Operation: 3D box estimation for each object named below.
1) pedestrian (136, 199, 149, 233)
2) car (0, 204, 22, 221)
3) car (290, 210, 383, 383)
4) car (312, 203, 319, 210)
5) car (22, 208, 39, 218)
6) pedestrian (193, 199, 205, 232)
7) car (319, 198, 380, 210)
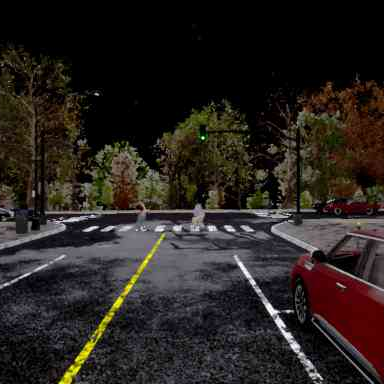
[{"bbox_3d":[-2.729,1.297,18.257,0.375,1.860,0.375,1,-1,0],"label":"pedestrian"},{"bbox_3d":[-16.429,1.583,25.951,4.902,1.511,2.128,-1,-1,2],"label":"car"},{"bbox_3d":[2.720,1.316,3.837,2.192,1.841,5.009,1,0,0],"label":"car"},{"bbox_3d":[15.249,1.406,35.151,4.892,1.490,1.837,-1,-1,1],"label":"car"},{"bbox_3d":[-16.103,1.733,29.205,4.718,1.301,1.895,-1,-1,1],"label":"car"},{"bbox_3d":[0.387,1.296,18.853,0.375,1.860,0.375,1,-1,0],"label":"pedestrian"},{"bbox_3d":[15.183,1.459,31.897,4.718,1.301,1.895,-1,-1,1],"label":"car"}]
